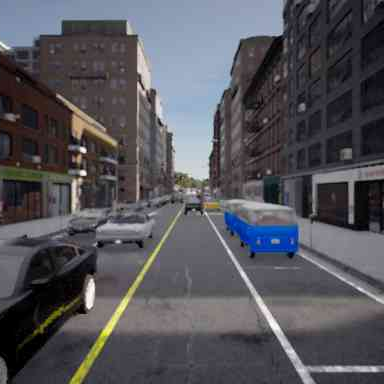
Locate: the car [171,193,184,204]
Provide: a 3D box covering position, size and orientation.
[{"bbox_3d":[-2.648,1.174,60.714,2.150,2.045,5.566,0,0,1],"label":"car"}]

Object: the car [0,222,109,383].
[{"bbox_3d":[-2.840,1.473,4.824,1.882,1.535,5.008,0,0,0],"label":"car"}]

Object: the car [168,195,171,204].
[{"bbox_3d":[-5.259,1.519,57.925,1.947,1.339,4.313,0,0,0],"label":"car"}]

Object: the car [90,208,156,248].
[{"bbox_3d":[-2.811,1.589,14.894,1.895,1.301,4.718,0,0,0],"label":"car"}]

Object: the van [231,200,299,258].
[{"bbox_3d":[2.662,1.335,12.448,1.690,1.788,3.998,0,0,0],"label":"van"}]

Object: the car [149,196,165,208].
[{"bbox_3d":[-5.285,1.513,46.560,2.008,1.369,4.403,0,0,0],"label":"car"}]

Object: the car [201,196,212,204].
[{"bbox_3d":[2.779,1.498,63.589,1.887,1.381,4.507,0,0,0],"label":"car"}]

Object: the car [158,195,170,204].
[{"bbox_3d":[-5.246,1.388,63.607,1.967,1.590,4.097,0,0,0],"label":"car"}]

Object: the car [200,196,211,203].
[{"bbox_3d":[2.793,1.499,69.271,2.008,1.369,4.403,0,0,0],"label":"car"}]

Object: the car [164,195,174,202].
[{"bbox_3d":[-5.219,1.377,74.971,1.967,1.590,4.097,0,0,0],"label":"car"}]

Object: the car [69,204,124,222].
[{"bbox_3d":[-5.350,1.535,18.148,2.008,1.369,4.403,0,0,0],"label":"car"}]

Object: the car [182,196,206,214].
[{"bbox_3d":[0.177,1.480,34.685,1.837,1.490,4.892,0,0,0],"label":"car"}]

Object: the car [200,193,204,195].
[{"bbox_3d":[2.766,1.399,57.907,1.967,1.590,4.097,0,0,0],"label":"car"}]

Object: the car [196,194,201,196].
[{"bbox_3d":[0.202,1.472,46.240,1.837,1.490,4.892,0,0,0],"label":"car"}]

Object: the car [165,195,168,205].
[{"bbox_3d":[-5.272,1.502,52.242,1.887,1.381,4.507,0,0,0],"label":"car"}]

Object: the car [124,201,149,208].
[{"bbox_3d":[-5.324,1.542,29.513,1.947,1.339,4.313,0,0,0],"label":"car"}]

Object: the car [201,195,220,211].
[{"bbox_3d":[2.312,1.431,39.555,1.801,1.575,5.366,0,0,0],"label":"car"}]

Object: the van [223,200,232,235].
[{"bbox_3d":[2.675,1.331,18.130,1.690,1.788,3.998,0,0,0],"label":"van"}]
